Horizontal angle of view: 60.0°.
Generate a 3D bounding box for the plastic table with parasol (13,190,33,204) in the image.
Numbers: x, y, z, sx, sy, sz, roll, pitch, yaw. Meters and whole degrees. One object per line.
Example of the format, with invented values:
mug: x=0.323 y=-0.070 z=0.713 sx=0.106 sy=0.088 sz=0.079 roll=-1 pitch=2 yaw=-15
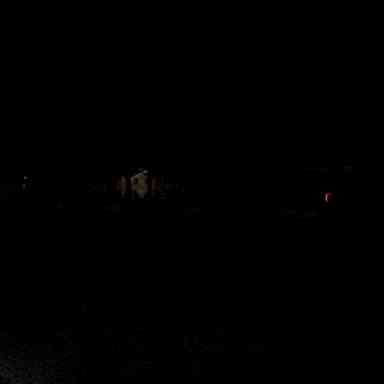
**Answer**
plastic table with parasol: x=-31.150 y=0.970 z=61.544 sx=2.482 sy=2.480 sz=2.482 roll=2 pitch=0 yaw=-5
